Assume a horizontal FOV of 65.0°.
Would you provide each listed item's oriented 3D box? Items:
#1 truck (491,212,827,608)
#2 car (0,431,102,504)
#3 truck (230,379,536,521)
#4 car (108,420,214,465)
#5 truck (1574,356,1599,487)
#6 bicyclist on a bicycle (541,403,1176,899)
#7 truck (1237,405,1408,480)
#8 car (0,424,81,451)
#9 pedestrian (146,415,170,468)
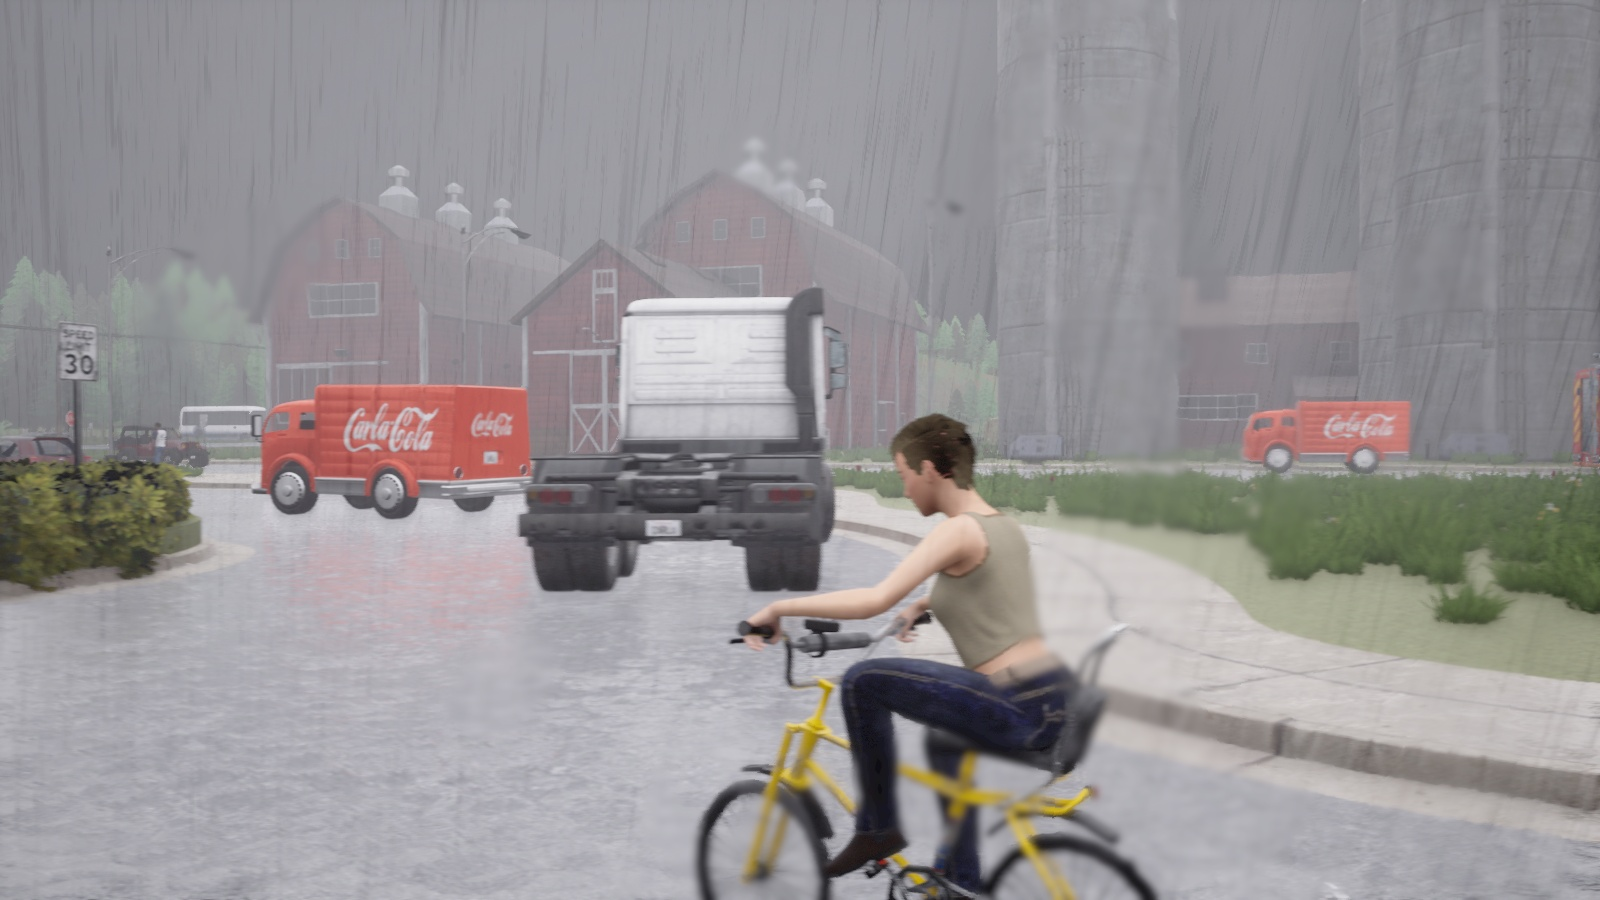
[{"bbox_3d":[-1.162,-0.402,15.001,2.891,3.462,7.936,0,1,2],"label":"truck"},{"bbox_3d":[-17.367,0.339,27.301,3.633,1.501,1.845,1,1,18],"label":"car"},{"bbox_3d":[-8.001,-0.067,24.102,5.204,2.467,2.627,1,1,26],"label":"truck"},{"bbox_3d":[-27.557,-0.348,54.168,3.866,1.878,1.905,1,1,18],"label":"car"},{"bbox_3d":[27.668,-0.815,36.338,8.468,3.827,2.891,0,1,18],"label":"truck"},{"bbox_3d":[0.152,0.708,3.490,1.509,1.612,0.866,0,-1,33],"label":"bicyclist on a bicycle"},{"bbox_3d":[17.837,-0.285,43.191,5.204,2.467,2.627,0,1,18],"label":"truck"},{"bbox_3d":[-48.649,-0.793,80.007,2.242,1.667,4.611,1,1,19],"label":"car"},{"bbox_3d":[-22.074,-0.292,43.169,0.706,1.836,0.354,1,1,22],"label":"pedestrian"}]
